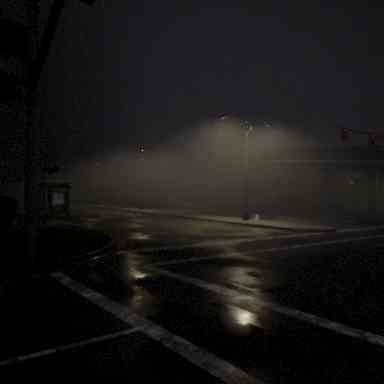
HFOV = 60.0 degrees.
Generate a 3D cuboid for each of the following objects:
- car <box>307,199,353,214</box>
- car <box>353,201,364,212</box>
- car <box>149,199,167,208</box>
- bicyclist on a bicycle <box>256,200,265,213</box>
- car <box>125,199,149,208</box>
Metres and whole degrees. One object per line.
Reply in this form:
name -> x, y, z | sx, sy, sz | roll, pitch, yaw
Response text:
car -> 16.031, 1.668, 39.573 | 2.242, 1.667, 4.611 | 1, 0, -35
car -> 20.301, 1.888, 43.488 | 1.970, 1.475, 3.806 | 1, 0, -35
car -> -6.066, 1.821, 54.232 | 2.033, 1.411, 5.357 | 1, 0, -35
bicyclist on a bicycle -> 8.456, 1.749, 41.226 | 1.656, 1.620, 0.582 | -5, -7, -37
car -> -8.935, 1.801, 52.226 | 1.994, 1.385, 4.181 | 1, 0, -35
